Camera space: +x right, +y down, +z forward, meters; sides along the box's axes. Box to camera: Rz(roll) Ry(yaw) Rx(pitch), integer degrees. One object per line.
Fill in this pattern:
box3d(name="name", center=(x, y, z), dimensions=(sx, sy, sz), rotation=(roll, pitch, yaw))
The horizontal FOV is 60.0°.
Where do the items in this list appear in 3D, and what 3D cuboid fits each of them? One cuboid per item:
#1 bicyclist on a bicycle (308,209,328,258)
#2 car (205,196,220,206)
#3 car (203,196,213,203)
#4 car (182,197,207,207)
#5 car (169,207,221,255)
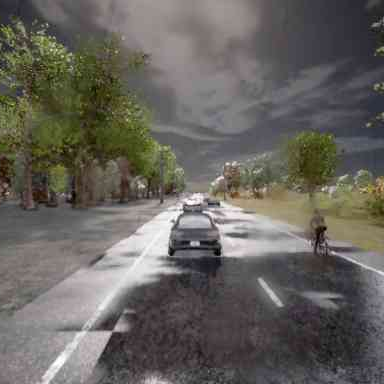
box3d(name="bicyclist on a bicycle", center=(4.465, 1.454, 11.801), dimensions=(0.582, 1.620, 1.656), rotation=(0, 0, 0))
box3d(name="car", center=(3.589, 1.571, 56.312), dimensions=(1.994, 1.385, 4.181), rotation=(0, 0, 0))
box3d(name="car", center=(3.488, 1.607, 73.418), dimensions=(1.895, 1.301, 4.718), rotation=(0, 0, 0))
box3d(name="car", center=(0.093, 1.494, 32.384), dimensions=(2.128, 1.511, 4.902), rotation=(0, 0, 0))
box3d(name="car", center=(0.098, 1.526, 13.194), dimensions=(1.812, 1.442, 4.674), rotation=(0, 0, 0))
